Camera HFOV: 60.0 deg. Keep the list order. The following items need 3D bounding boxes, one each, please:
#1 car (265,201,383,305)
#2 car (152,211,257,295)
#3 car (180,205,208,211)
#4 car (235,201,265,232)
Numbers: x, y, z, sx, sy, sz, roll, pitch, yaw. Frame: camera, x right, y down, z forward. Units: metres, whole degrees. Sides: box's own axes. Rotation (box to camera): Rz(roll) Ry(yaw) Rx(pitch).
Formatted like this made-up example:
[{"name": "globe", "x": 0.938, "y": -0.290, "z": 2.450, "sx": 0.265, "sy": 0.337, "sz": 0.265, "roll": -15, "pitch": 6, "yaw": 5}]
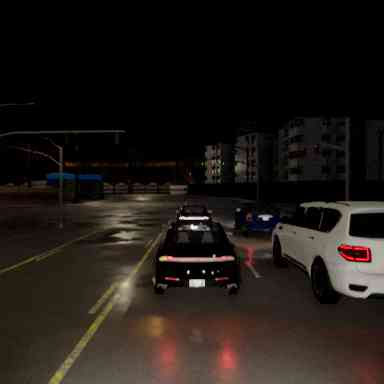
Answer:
[{"name": "car", "x": 3.592, "y": 1.217, "z": 8.203, "sx": 2.150, "sy": 2.045, "sz": 5.566, "roll": 0, "pitch": 0, "yaw": 0}, {"name": "car", "x": 0.100, "y": 1.497, "z": 8.685, "sx": 2.128, "sy": 1.511, "sz": 4.902, "roll": 0, "pitch": 0, "yaw": 0}, {"name": "car", "x": 0.106, "y": 1.465, "z": 18.540, "sx": 2.128, "sy": 1.511, "sz": 4.902, "roll": 0, "pitch": 0, "yaw": 0}, {"name": "car", "x": 3.604, "y": 1.317, "z": 18.392, "sx": 2.097, "sy": 1.767, "sz": 4.553, "roll": 0, "pitch": 0, "yaw": 0}]
